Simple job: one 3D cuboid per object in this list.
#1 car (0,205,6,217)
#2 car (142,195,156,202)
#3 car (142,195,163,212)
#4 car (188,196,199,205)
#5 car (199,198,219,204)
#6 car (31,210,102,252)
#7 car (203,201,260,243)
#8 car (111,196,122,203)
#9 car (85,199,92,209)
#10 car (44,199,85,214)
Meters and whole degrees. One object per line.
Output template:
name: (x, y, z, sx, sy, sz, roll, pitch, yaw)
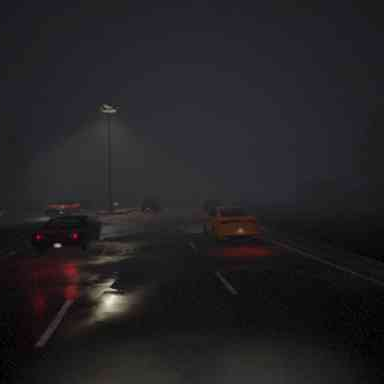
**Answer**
car: (-20.411, 1.857, 32.612, 1.837, 1.490, 4.892, -1, 0, 6)
car: (-9.650, 1.450, 74.918, 1.882, 1.535, 5.008, -1, 0, 5)
car: (-4.567, 1.510, 38.728, 1.837, 1.490, 4.892, -1, 0, 5)
car: (0.333, 1.411, 55.330, 2.033, 1.411, 5.357, -1, 0, 5)
car: (2.235, 1.360, 36.029, 2.128, 1.511, 4.902, -1, 0, 4)
car: (-5.185, 1.676, 14.448, 1.895, 1.301, 4.718, -1, 0, -6)
car: (1.730, 1.404, 15.808, 1.882, 1.535, 5.008, -1, 0, -5)
car: (-16.816, 1.664, 73.226, 1.994, 1.385, 4.181, -1, 0, 5)
car: (-15.641, 1.710, 46.718, 2.128, 1.511, 4.902, -1, 0, 5)
car: (-13.226, 1.550, 34.276, 2.097, 1.767, 4.553, -1, 0, 5)
